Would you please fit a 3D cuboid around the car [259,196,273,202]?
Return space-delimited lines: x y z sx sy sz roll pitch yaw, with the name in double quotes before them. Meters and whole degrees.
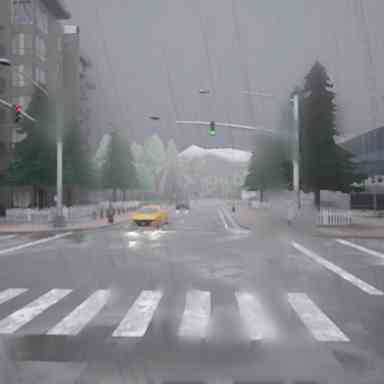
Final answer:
"car" 18.223 1.949 82.458 1.845 1.501 3.633 0 0 4

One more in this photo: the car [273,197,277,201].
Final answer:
"car" 21.718 2.008 89.650 1.970 1.475 3.806 0 0 4

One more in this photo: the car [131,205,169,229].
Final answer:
"car" -2.889 1.704 23.615 1.882 1.535 5.008 0 1 5

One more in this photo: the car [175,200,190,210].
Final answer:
"car" -1.313 1.825 48.690 2.033 1.411 5.357 0 0 3
